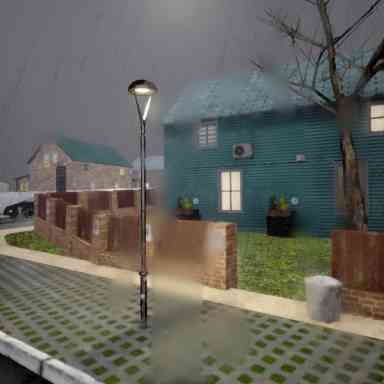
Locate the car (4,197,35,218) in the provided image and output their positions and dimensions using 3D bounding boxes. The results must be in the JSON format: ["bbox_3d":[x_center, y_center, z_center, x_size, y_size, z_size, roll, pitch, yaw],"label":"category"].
[{"bbox_3d":[-11.013,1.033,23.719,1.994,1.385,4.181,-1,1,29],"label":"car"}]
